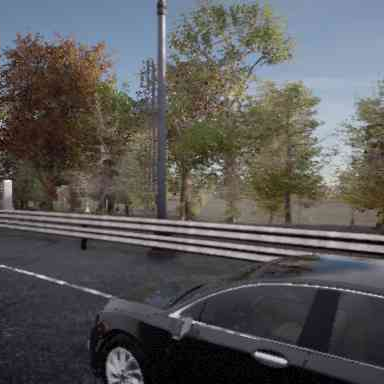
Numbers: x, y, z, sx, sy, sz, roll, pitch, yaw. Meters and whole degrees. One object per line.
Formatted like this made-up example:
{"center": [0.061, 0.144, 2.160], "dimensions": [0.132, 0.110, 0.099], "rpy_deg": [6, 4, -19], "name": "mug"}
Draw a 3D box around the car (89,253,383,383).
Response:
{"center": [1.086, 1.315, 2.873], "dimensions": [4.892, 1.490, 1.837], "rpy_deg": [0, 0, 38], "name": "car"}
